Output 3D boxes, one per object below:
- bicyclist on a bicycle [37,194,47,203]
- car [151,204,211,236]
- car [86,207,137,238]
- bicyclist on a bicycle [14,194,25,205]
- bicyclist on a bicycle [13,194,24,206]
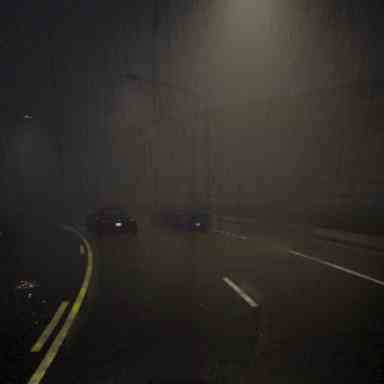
[{"bbox_3d":[-25.746,1.063,57.139,1.656,1.620,0.582,0,0,-9],"label":"bicyclist on a bicycle"},{"bbox_3d":[-0.727,1.358,17.957,1.882,1.535,5.008,0,1,-24],"label":"car"},{"bbox_3d":[-4.262,1.471,17.263,1.994,1.385,4.181,0,0,-25],"label":"car"},{"bbox_3d":[-26.649,1.108,51.344,0.582,1.620,1.656,0,1,11],"label":"bicyclist on a bicycle"},{"bbox_3d":[-26.340,1.188,50.430,1.656,1.620,0.582,-12,10,-44],"label":"bicyclist on a bicycle"}]
